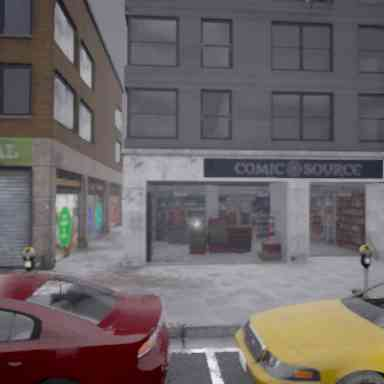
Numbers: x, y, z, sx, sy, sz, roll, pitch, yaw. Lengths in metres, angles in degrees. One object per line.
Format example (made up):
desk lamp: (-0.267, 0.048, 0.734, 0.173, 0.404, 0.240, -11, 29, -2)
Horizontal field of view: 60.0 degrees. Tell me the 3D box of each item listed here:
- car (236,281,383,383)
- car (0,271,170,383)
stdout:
car: (2.985, 1.602, 3.960, 4.829, 1.417, 1.752, 0, -1, -4)
car: (-2.499, 1.594, 3.565, 4.507, 1.381, 1.887, 0, -1, -4)
